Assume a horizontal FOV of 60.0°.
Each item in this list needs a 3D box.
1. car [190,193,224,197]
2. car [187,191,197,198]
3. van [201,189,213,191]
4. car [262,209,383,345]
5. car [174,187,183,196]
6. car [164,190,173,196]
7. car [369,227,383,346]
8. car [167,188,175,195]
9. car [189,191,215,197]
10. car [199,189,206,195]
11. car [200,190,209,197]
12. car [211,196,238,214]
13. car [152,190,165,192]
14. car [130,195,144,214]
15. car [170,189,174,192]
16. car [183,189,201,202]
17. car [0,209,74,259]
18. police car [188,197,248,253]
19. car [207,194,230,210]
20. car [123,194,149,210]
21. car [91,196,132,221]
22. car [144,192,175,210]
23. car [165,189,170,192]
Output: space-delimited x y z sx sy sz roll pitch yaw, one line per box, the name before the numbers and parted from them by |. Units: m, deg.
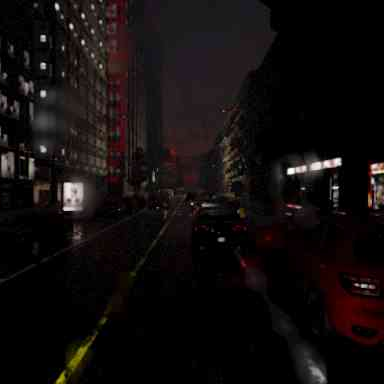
car | 0.907 1.068 22.872 1.801 1.575 5.366 0 1 0
car | 0.020 0.490 64.303 1.895 1.301 4.718 0 1 0
van | 2.719 0.458 51.362 1.690 1.788 3.998 1 1 0
car | 2.704 1.211 6.114 2.192 1.841 5.009 1 1 0
car | -2.977 -0.110 74.332 2.150 2.045 5.566 0 1 0
car | -5.655 0.196 79.682 1.802 1.307 4.206 1 1 0
car | 2.703 1.305 0.458 2.192 1.841 5.009 1 1 0
car | -5.649 -0.151 90.992 1.967 1.590 4.097 1 1 0
car | 0.825 0.965 28.870 1.801 1.575 5.366 0 1 0
car | 2.729 -0.009 90.956 1.802 1.307 4.206 1 1 0
car | 2.723 0.298 73.988 1.802 1.307 4.206 1 1 0
car | 2.709 1.078 28.741 1.947 1.339 4.313 1 1 0
car | -5.663 0.557 51.402 1.967 1.590 4.097 1 1 0
car | -5.672 1.056 28.778 1.887 1.381 4.507 1 1 0
car | -5.655 0.156 74.024 1.967 1.590 4.097 1 1 0
car | 0.015 0.631 49.273 1.882 1.535 5.008 0 1 0
car | -5.677 1.345 11.810 1.887 1.381 4.507 1 1 0
police car | 0.904 1.209 12.792 1.930 1.638 5.238 0 1 0
car | 2.711 0.964 34.398 2.008 1.369 4.403 1 1 0
car | -5.670 0.979 34.434 1.947 1.339 4.313 1 1 0
car | -5.674 1.191 23.122 1.802 1.307 4.206 1 1 0
car | -3.090 0.991 32.654 2.033 1.411 5.357 0 1 0
car | -5.661 0.499 62.715 1.802 1.307 4.206 1 1 0
